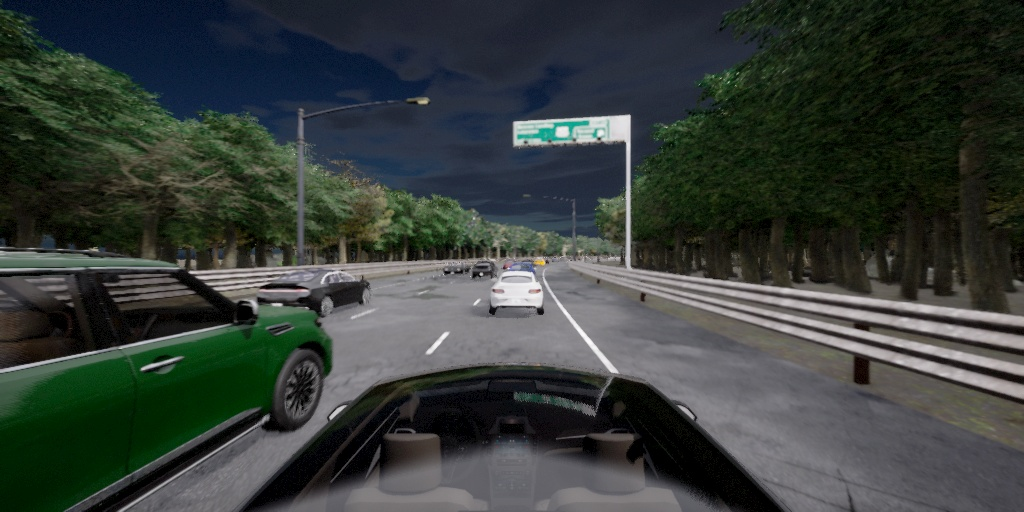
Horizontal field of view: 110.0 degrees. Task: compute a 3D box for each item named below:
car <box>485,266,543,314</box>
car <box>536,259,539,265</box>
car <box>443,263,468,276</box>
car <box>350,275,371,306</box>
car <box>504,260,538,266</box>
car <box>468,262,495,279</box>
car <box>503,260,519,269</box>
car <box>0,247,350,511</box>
[{"bbox_3d":[0.200,1.278,13.700,1.812,1.442,4.674,0,0,2],"label":"car"},{"bbox_3d":[1.822,1.252,40.861,1.837,1.490,4.892,0,0,5],"label":"car"},{"bbox_3d":[-5.556,1.335,36.972,1.895,1.301,4.718,0,0,5],"label":"car"},{"bbox_3d":[-6.747,1.229,12.835,2.128,1.511,4.902,0,0,2],"label":"car"},{"bbox_3d":[0.680,1.229,25.180,1.882,1.535,5.008,0,0,3],"label":"car"},{"bbox_3d":[-2.337,1.246,32.113,1.837,1.490,4.892,0,0,4],"label":"car"},{"bbox_3d":[-0.086,1.300,55.257,1.994,1.385,4.181,0,0,7],"label":"car"},{"bbox_3d":[-3.494,0.964,2.424,2.150,2.045,5.566,0,0,1],"label":"car"}]
